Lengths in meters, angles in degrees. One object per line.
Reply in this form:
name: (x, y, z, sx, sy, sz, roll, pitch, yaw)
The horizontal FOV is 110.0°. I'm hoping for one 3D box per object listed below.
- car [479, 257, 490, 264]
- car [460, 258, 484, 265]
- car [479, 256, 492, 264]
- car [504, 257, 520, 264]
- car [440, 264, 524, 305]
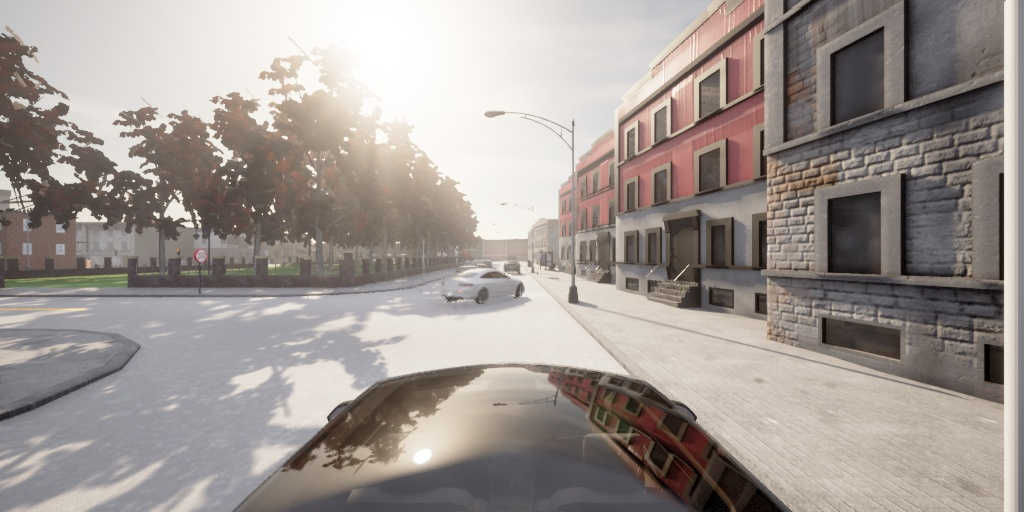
car: (-4.205, 1.227, 44.317, 1.882, 1.535, 5.008, 0, 0, 0)
car: (-4.184, 1.241, 34.169, 2.128, 1.511, 4.902, 0, 0, 0)
car: (-4.205, 0.971, 55.051, 2.150, 2.045, 5.566, 0, 0, 0)
car: (-0.003, 1.241, 42.424, 2.128, 1.511, 4.902, 0, 0, 0)
car: (-1.226, 1.276, 16.192, 1.812, 1.442, 4.674, 1, 1, 33)
